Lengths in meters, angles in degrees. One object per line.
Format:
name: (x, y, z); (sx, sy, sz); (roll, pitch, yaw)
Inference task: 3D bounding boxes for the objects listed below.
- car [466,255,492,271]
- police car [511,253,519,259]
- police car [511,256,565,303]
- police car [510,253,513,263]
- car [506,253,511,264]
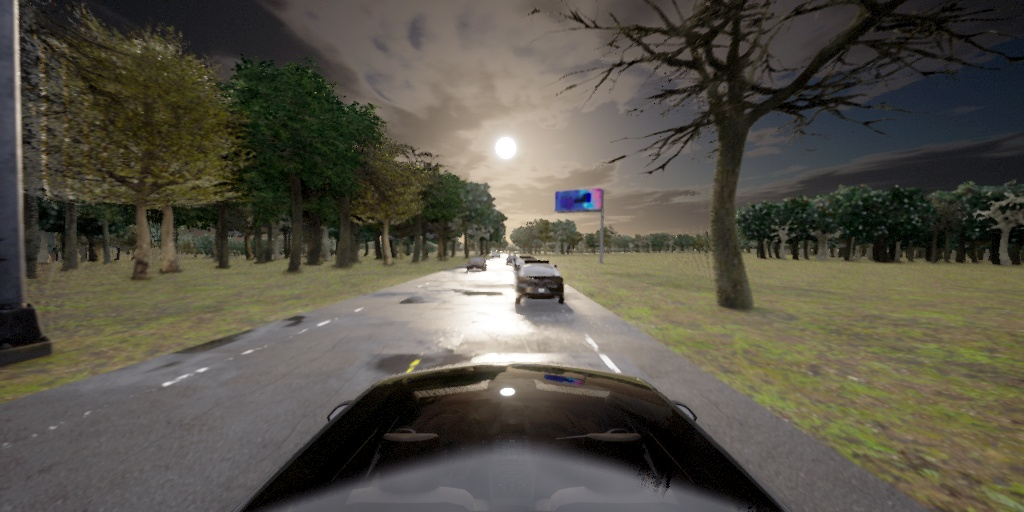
car: (-3.572, 0.796, 37.218); (2.033, 1.411, 5.357); (0, 1, 0)
police car: (1.049, 0.840, 25.367); (1.930, 1.638, 5.238); (0, 1, 0)
police car: (1.050, 0.981, 15.367); (1.930, 1.638, 5.238); (0, 1, 0)
police car: (1.048, 0.755, 31.367); (1.930, 1.638, 5.238); (0, 1, 0)
car: (0.049, 0.599, 55.442); (1.895, 1.301, 4.718); (0, 1, 0)
